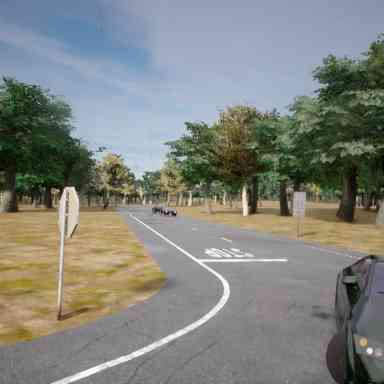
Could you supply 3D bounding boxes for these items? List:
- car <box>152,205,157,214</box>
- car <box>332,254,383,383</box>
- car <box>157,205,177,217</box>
[{"bbox_3d":[-5.709,2.959,56.887,1.882,1.535,5.008,3,-2,-14],"label":"car"},{"bbox_3d":[3.113,1.643,4.634,1.994,1.385,4.181,1,-1,22],"label":"car"},{"bbox_3d":[-3.457,2.848,48.040,1.895,1.301,4.718,3,-2,-13],"label":"car"}]
